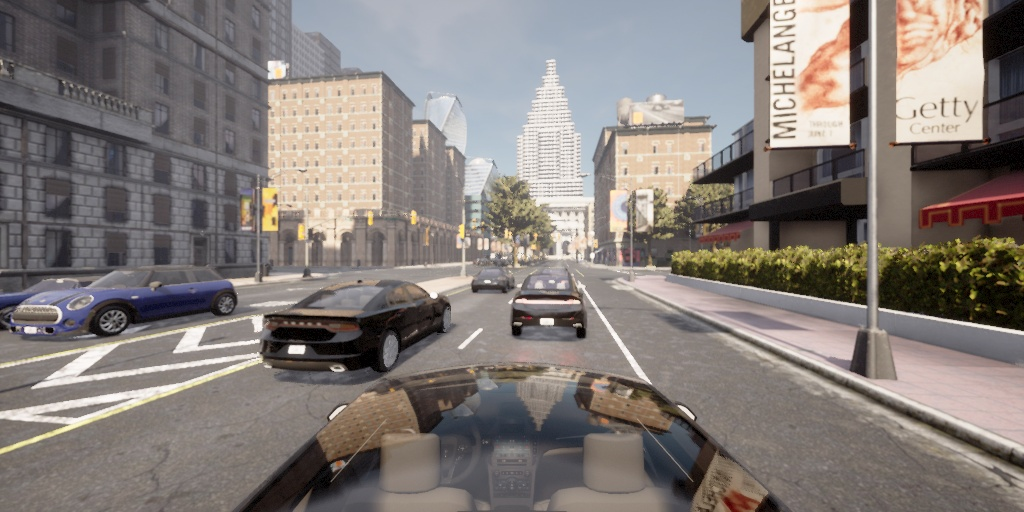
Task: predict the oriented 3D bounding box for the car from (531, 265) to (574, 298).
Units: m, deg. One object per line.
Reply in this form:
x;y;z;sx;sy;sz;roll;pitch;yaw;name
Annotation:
2.388;1.293;19.983;2.033;1.411;5.357;0;0;10;car

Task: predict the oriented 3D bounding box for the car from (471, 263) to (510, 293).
-1.011;1.309;20.729;1.994;1.385;4.181;0;0;8;car

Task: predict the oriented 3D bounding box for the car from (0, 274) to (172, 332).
-14.099;1.349;11.324;1.895;1.301;4.718;0;0;8;car

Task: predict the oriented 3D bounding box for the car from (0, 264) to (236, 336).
-10.688;1.100;10.410;2.097;1.767;4.553;0;0;8;car

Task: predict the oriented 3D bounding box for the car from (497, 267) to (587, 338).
1.099;1.239;10.319;2.128;1.511;4.902;0;0;8;car

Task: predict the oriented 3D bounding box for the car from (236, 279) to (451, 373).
-2.820;1.226;7.729;1.882;1.535;5.008;0;0;8;car

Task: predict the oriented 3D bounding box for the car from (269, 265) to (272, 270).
-32.323;1.246;44.372;4.892;1.490;1.837;0;0;8;car
